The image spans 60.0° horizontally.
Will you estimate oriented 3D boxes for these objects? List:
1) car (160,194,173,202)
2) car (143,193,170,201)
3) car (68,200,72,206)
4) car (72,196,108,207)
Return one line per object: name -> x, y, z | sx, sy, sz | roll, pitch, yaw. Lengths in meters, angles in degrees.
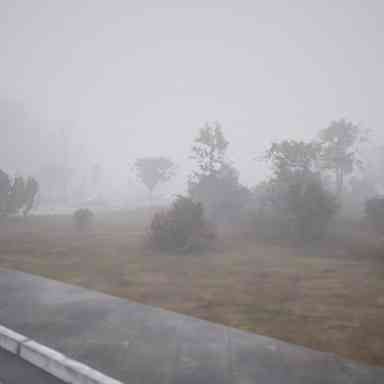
car -> -3.885, 1.042, 61.343 | 1.812, 1.442, 4.674 | 0, 1, 37
car -> -6.683, 0.905, 63.446 | 2.033, 1.411, 5.357 | 0, 1, 37
car -> -16.576, 1.433, 51.051 | 2.128, 1.511, 4.902 | 0, 1, 39
car -> -14.360, 1.474, 48.231 | 1.812, 1.442, 4.674 | 0, 1, 39
